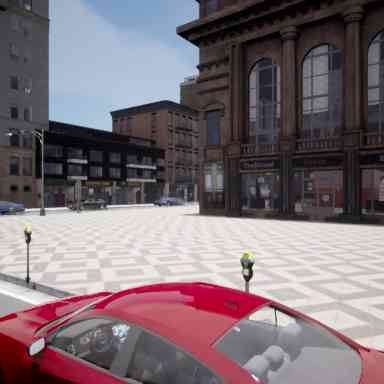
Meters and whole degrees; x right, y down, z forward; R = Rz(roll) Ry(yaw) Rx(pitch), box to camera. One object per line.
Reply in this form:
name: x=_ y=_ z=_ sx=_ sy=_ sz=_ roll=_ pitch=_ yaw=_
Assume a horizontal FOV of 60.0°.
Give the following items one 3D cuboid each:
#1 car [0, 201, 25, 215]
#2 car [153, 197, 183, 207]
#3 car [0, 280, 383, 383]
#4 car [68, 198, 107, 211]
car: x=-18.738 y=1.506 z=31.394 sx=2.033 sy=1.411 sz=5.357 roll=0 pitch=0 yaw=36
car: x=-3.630 y=1.525 z=51.913 sx=2.033 sy=1.411 sz=5.357 roll=0 pitch=0 yaw=37
car: x=-0.294 y=1.545 z=3.055 sx=4.507 sy=1.381 sz=1.887 roll=0 pitch=0 yaw=35
car: x=-12.445 y=1.471 z=39.955 sx=1.837 sy=1.490 sz=4.892 roll=0 pitch=0 yaw=36
